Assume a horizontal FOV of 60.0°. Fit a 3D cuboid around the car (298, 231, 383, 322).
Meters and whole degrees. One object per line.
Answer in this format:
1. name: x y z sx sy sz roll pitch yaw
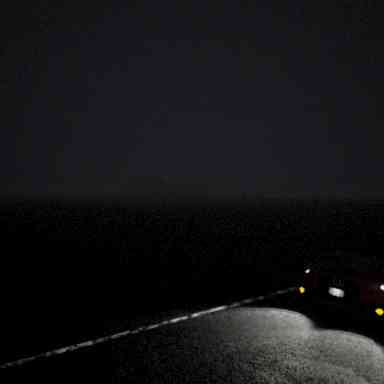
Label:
1. car: 4.131 1.554 6.938 4.181 1.385 1.994 0 0 -35
